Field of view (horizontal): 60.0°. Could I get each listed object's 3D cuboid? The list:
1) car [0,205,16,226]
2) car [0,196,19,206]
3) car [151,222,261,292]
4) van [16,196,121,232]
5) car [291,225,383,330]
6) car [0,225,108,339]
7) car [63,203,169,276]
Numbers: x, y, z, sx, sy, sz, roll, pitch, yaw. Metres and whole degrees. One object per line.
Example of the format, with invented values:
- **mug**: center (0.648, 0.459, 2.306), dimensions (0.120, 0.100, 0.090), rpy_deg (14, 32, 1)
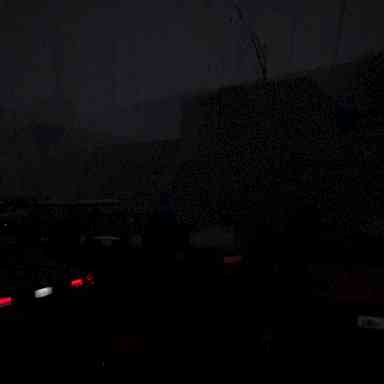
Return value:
- **car**: center (-6.488, 1.475, 14.102), dimensions (2.231, 1.521, 4.892), rpy_deg (0, -1, 15)
- **car**: center (-8.914, 1.218, 15.813), dimensions (2.435, 2.045, 5.566), rpy_deg (1, -1, 15)
- **car**: center (0.797, 1.524, 8.908), dimensions (2.002, 1.452, 4.674), rpy_deg (0, -1, 15)
- **van**: center (-4.027, 1.253, 12.491), dimensions (1.878, 1.987, 4.442), rpy_deg (0, -1, 15)
- **car**: center (3.242, 1.517, 7.138), dimensions (2.163, 1.488, 4.792), rpy_deg (1, -1, 15)
- **car**: center (-4.253, 1.539, 6.410), dimensions (5.357, 1.411, 2.033), rpy_deg (0, 0, 35)
- **car**: center (-1.636, 1.355, 10.615), dimensions (2.185, 1.767, 4.553), rpy_deg (0, -1, 15)
